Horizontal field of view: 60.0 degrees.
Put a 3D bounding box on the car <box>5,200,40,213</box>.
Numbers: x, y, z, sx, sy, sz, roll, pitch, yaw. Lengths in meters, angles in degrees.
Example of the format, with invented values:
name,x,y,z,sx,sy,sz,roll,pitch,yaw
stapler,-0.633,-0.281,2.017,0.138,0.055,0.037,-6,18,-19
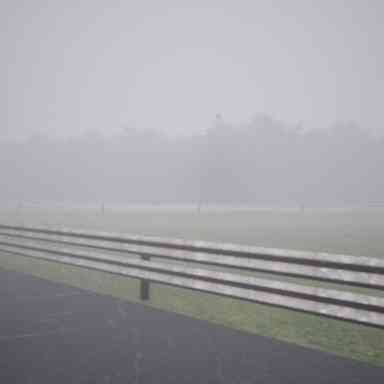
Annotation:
name,x,y,z,sx,sy,sz,roll,pitch,yaw
car,-21.443,1.840,42.402,5.366,1.575,1.801,0,0,15
